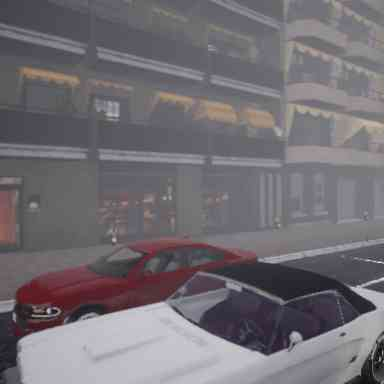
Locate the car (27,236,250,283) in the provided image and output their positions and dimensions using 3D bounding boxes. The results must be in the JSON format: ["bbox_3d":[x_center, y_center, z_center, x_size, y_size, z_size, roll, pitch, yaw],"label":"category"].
[{"bbox_3d":[-0.706,1.551,6.074,4.507,1.381,1.887,0,-1,-36],"label":"car"}]

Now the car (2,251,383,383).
[{"bbox_3d":[0.571,1.607,3.779,4.718,1.301,1.895,0,0,-36],"label":"car"}]
